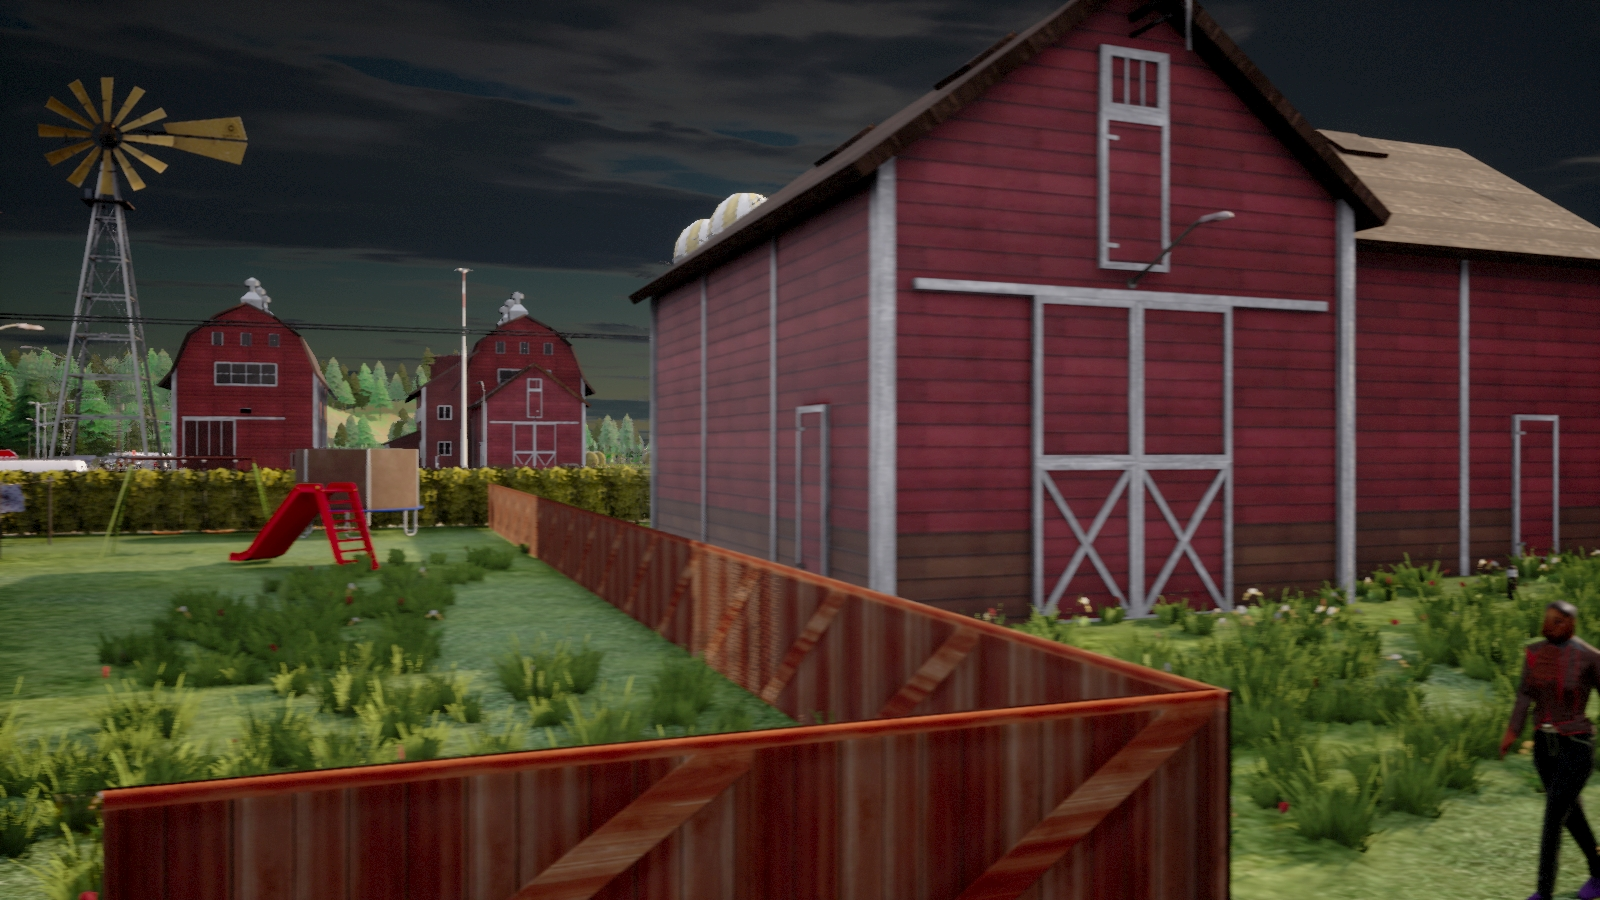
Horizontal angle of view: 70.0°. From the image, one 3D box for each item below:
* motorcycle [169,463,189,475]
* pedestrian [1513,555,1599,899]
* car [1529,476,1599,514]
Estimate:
[{"bbox_3d":[-71.089,2.142,130.817,1.805,1.316,0.856,0,-1,-16],"label":"motorcycle"},{"bbox_3d":[4.400,1.555,6.557,0.375,1.860,0.375,0,0,-23],"label":"pedestrian"},{"bbox_3d":[34.356,1.916,49.678,2.128,1.511,4.902,0,0,0],"label":"car"}]
